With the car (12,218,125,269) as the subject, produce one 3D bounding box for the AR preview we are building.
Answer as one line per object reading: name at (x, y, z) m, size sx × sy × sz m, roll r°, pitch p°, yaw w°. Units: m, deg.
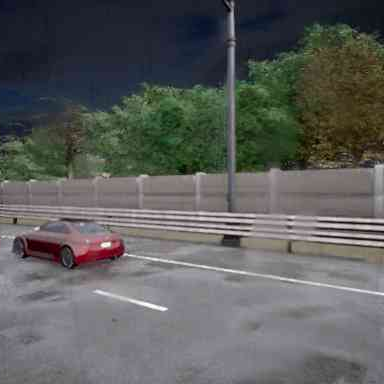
car at (-4.259, 1.592, 11.332) m, size 4.181 × 1.385 × 1.994 m, roll 0°, pitch 0°, yaw 36°
